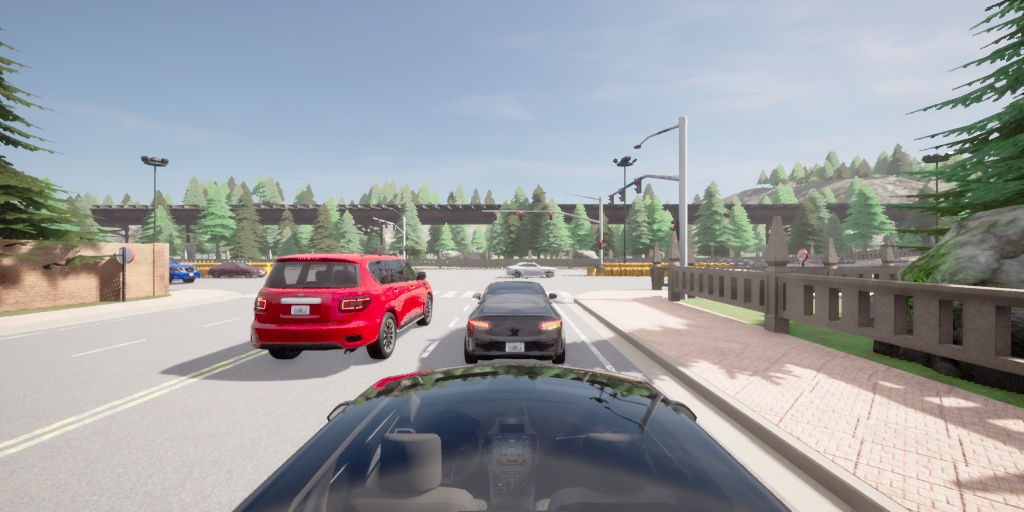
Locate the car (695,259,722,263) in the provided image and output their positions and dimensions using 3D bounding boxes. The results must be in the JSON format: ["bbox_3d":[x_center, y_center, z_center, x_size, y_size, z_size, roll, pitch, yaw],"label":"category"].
[{"bbox_3d":[22.433,1.102,39.573,4.553,1.767,2.097,0,0,0],"label":"car"}]

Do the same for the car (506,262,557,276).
[{"bbox_3d":[1.749,1.275,32.460,4.674,1.442,1.812,0,0,0],"label":"car"}]

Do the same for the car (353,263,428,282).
[{"bbox_3d":[-9.725,1.297,29.014,5.357,1.411,2.033,0,0,0],"label":"car"}]

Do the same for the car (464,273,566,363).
[{"bbox_3d":[0.063,1.276,7.963,1.812,1.442,4.674,0,0,0],"label":"car"}]

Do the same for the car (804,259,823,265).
[{"bbox_3d":[31.421,1.337,39.555,4.718,1.301,1.895,0,0,0],"label":"car"}]

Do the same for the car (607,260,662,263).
[{"bbox_3d":[13.412,1.228,39.609,5.008,1.535,1.882,0,0,0],"label":"car"}]

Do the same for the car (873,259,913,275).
[{"bbox_3d":[35.372,1.243,32.363,4.181,1.385,1.994,-1,0,0],"label":"car"}]

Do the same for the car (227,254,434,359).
[{"bbox_3d":[-3.440,0.971,8.515,2.150,2.045,5.566,0,0,0],"label":"car"}]

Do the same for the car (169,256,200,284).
[{"bbox_3d":[-25.657,0.971,25.580,5.566,2.045,2.150,0,0,-1],"label":"car"}]

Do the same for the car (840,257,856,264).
[{"bbox_3d":[41.608,0.953,46.535,4.892,1.490,1.837,-3,0,0],"label":"car"}]

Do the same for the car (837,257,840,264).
[{"bbox_3d":[35.687,1.141,43.050,5.008,1.535,1.882,-1,0,0],"label":"car"}]

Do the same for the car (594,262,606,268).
[{"bbox_3d":[13.139,1.241,46.609,4.902,1.511,2.128,0,0,0],"label":"car"}]

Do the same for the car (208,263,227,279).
[{"bbox_3d":[-24.903,1.276,32.582,4.674,1.442,1.812,0,0,0],"label":"car"}]

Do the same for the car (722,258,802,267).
[{"bbox_3d":[20.036,1.101,28.877,4.553,1.767,2.097,0,0,0],"label":"car"}]
